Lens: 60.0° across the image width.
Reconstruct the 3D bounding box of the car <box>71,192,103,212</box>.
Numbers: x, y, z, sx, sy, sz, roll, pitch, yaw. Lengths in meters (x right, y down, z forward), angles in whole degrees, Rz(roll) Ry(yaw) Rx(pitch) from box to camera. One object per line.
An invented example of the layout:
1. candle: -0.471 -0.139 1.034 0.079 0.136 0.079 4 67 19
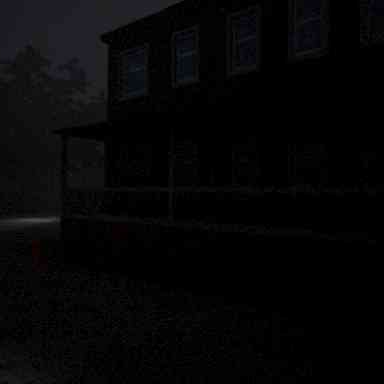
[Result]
1. car: -8.307 1.019 29.008 2.150 2.045 5.566 1 0 36
